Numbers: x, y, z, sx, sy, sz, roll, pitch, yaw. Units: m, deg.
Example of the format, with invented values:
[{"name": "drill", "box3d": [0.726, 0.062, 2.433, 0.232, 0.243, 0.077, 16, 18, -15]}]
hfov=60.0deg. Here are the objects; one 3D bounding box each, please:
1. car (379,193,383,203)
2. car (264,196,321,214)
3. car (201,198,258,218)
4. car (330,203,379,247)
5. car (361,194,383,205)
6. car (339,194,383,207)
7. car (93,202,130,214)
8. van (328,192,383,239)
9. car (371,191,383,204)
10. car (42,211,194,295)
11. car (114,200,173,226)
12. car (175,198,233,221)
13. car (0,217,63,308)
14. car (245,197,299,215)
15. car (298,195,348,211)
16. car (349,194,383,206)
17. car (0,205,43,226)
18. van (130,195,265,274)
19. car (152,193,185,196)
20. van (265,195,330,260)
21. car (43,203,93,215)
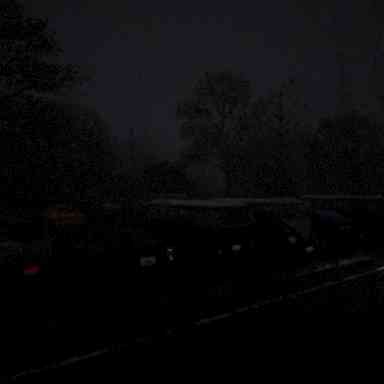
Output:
[{"name": "car", "box3d": [30.208, 0.889, 48.260, 2.097, 1.535, 5.008, -1, 1, -36]}, {"name": "car", "box3d": [9.999, 1.195, 33.576, 1.946, 1.575, 5.366, -1, 1, -36]}, {"name": "car", "box3d": [3.116, 1.302, 28.890, 2.097, 1.535, 5.008, -1, 1, -36]}, {"name": "car", "box3d": [4.573, 1.395, 13.840, 2.097, 1.535, 5.008, -1, 1, -36]}, {"name": "car", "box3d": [25.698, 0.997, 45.025, 2.002, 1.452, 4.674, -1, 0, -36]}, {"name": "car", "box3d": [21.181, 1.065, 41.795, 2.002, 1.452, 4.674, -1, 1, -36]}, {"name": "car", "box3d": [-5.911, 1.438, 22.424, 2.097, 1.535, 5.008, -1, 0, -36]}, {"name": "van", "box3d": [6.780, 1.134, 15.568, 1.878, 1.987, 4.442, -1, 1, -36]}, {"name": "car", "box3d": [27.934, 0.797, 46.666, 2.185, 1.767, 4.553, -1, 0, -36]}, {"name": "car", "box3d": [-2.290, 1.519, 8.976, 2.163, 1.488, 4.792, -1, 0, -36]}, {"name": "car", "box3d": [-3.651, 1.407, 24.039, 2.231, 1.521, 4.892, -1, 1, -36]}, {"name": "car", "box3d": [0.858, 1.336, 27.275, 2.097, 1.535, 5.008, -1, 1, -36]}, {"name": "car", "box3d": [-4.555, 1.552, 7.317, 2.002, 1.452, 4.674, -1, 0, -36]}, {"name": "car", "box3d": [7.617, 1.262, 32.137, 2.163, 1.488, 4.792, -1, 1, -36]}, {"name": "car", "box3d": [14.425, 1.158, 36.933, 2.163, 1.488, 4.792, -1, 1, -36]}, {"name": "car", "box3d": [23.441, 0.990, 43.409, 2.097, 1.535, 5.008, -1, 1, -36]}, {"name": "car", "box3d": [-10.410, 1.527, 19.177, 2.163, 1.488, 4.792, -1, 0, -36]}, {"name": "van", "box3d": [-0.063, 1.233, 10.676, 1.878, 1.987, 4.442, -1, 0, -36]}, {"name": "car", "box3d": [-1.383, 1.120, 25.632, 2.435, 2.045, 5.566, -1, 1, -36]}, {"name": "van", "box3d": [2.352, 1.203, 12.116, 1.878, 1.987, 4.442, -1, 1, -36]}, {"name": "car", "box3d": [-8.280, 1.465, 20.963, 1.946, 1.575, 5.366, -1, 0, -36]}]
